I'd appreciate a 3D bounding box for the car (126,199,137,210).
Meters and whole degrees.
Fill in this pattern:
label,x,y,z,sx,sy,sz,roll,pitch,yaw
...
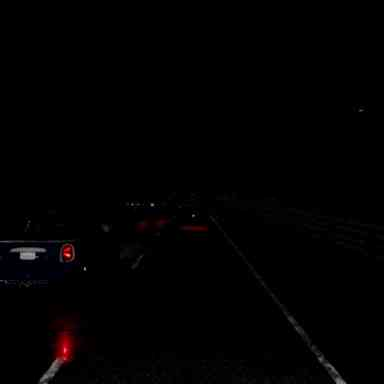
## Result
label,x,y,z,sx,sy,sz,roll,pitch,yaw
car,-6.893,1.508,41.196,2.033,1.411,5.357,0,0,0

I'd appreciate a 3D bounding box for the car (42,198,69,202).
label,x,y,z,sx,sy,sz,roll,pitch,yaw
car,-17.582,1.504,44.558,2.033,1.411,5.357,0,0,0

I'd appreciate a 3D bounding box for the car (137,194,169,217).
label,x,y,z,sx,sy,sz,roll,pitch,yaw
car,-3.407,1.196,31.200,2.150,2.045,5.566,0,0,0

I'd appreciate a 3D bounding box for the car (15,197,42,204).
label,x,y,z,sx,sy,sz,roll,pitch,yaw
car,-21.077,1.434,44.515,1.882,1.535,5.008,0,0,0

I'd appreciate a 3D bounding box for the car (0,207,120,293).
label,x,y,z,sx,sy,sz,roll,pitch,yaw
car,-3.399,1.348,9.024,2.097,1.767,4.553,0,0,0

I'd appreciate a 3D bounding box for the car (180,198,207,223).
label,x,y,z,sx,sy,sz,roll,pitch,yaw
car,0.104,1.460,25.156,1.882,1.535,5.008,0,0,0

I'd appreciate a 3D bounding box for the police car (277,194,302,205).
label,x,y,z,sx,sy,sz,roll,pitch,yaw
police car,15.418,1.211,53.123,1.930,1.638,5.238,0,-1,-18

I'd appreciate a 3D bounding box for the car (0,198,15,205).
label,x,y,z,sx,sy,sz,roll,pitch,yaw
car,-24.579,1.504,44.553,2.033,1.411,5.357,0,0,0

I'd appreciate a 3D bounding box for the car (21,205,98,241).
label,x,y,z,sx,sy,sz,roll,pitch,yaw
car,-6.898,1.537,18.033,2.033,1.411,5.357,0,0,0
